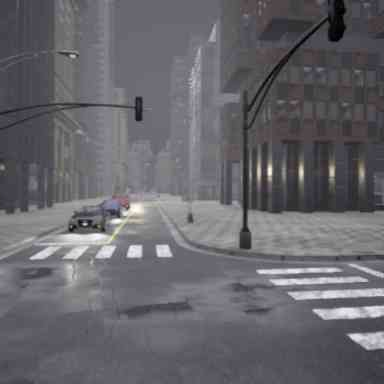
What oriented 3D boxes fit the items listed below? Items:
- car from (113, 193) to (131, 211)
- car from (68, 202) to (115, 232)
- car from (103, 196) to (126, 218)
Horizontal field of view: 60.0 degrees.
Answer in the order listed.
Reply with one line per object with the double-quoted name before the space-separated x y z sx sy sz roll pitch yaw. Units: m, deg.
"car" -8.681 1.155 40.692 2.150 2.045 5.566 0 0 -7
"car" -5.967 1.526 19.772 1.994 1.385 4.181 0 0 -7
"car" -7.311 1.426 30.097 1.882 1.535 5.008 0 0 -8
